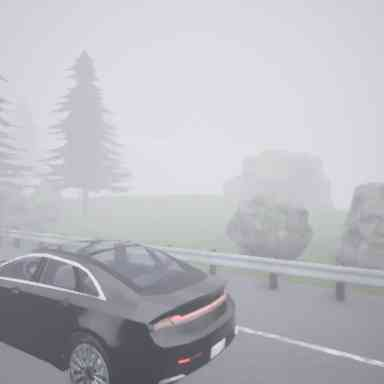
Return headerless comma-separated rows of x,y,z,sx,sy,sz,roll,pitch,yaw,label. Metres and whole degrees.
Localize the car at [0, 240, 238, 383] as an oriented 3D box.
-1.733,1.489,4.972,4.902,1.511,2.128,0,0,34,car
